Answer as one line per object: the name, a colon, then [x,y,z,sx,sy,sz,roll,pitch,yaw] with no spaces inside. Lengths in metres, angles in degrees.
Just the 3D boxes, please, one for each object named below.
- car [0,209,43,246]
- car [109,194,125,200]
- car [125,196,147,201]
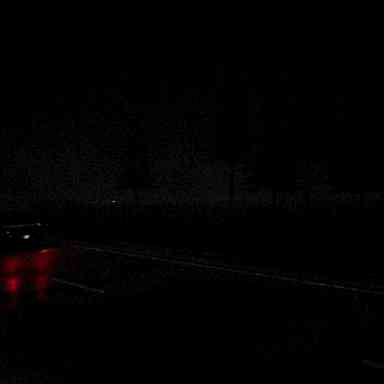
car: [-8.269,1.492,14.066,4.902,1.511,2.128,0,0,36]
car: [-18.512,1.325,83.467,2.097,1.767,4.553,0,0,36]
car: [-12.881,1.568,79.307,1.895,1.301,4.718,0,0,36]
